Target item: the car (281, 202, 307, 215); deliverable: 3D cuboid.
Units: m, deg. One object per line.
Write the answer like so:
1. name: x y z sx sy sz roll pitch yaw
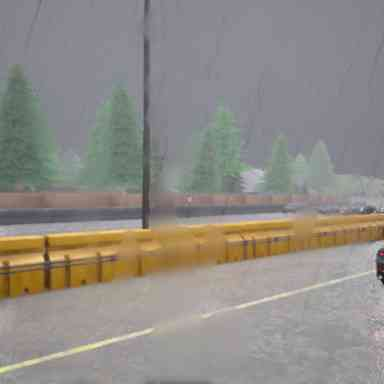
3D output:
1. car: 12.801 1.940 40.472 4.892 1.490 1.837 1 -1 -43

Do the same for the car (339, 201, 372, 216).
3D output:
1. car: 18.209 1.759 35.958 4.553 1.767 2.097 1 -1 -43

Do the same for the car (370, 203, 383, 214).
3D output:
1. car: 19.393 1.975 32.258 4.718 1.301 1.895 1 -1 -42

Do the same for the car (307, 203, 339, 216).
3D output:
1. car: 15.423 1.984 38.139 4.181 1.385 1.994 1 -1 -43

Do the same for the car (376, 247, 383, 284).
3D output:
1. car: 6.561 1.610 8.502 4.892 1.490 1.837 0 0 -36
